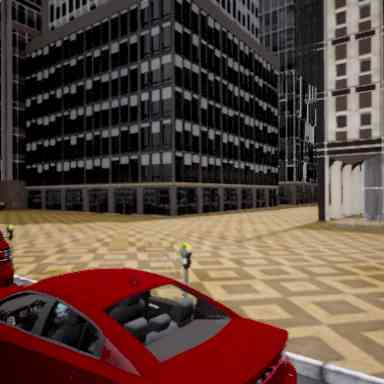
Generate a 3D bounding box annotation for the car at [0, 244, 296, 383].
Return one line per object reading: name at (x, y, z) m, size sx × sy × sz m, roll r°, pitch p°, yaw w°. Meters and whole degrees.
car at (-1.181, 1.549, 3.721) m, size 4.507 × 1.381 × 1.887 m, roll 0°, pitch 0°, yaw 36°

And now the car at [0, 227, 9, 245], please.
car at (-5.691, 1.326, 6.940) m, size 5.009 × 1.841 × 2.192 m, roll 0°, pitch 0°, yaw 36°
